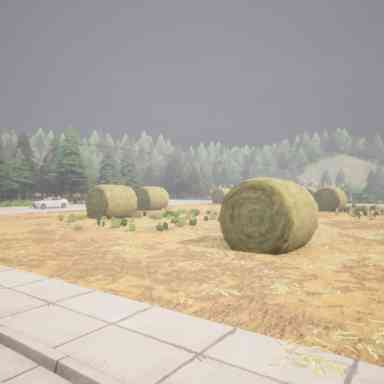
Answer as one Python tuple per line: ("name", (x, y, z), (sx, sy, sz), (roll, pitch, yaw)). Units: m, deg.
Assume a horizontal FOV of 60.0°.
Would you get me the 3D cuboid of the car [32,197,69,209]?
("car", (-18.423, 1.404, 43.468), (1.812, 1.442, 4.674), (0, 0, 36))
